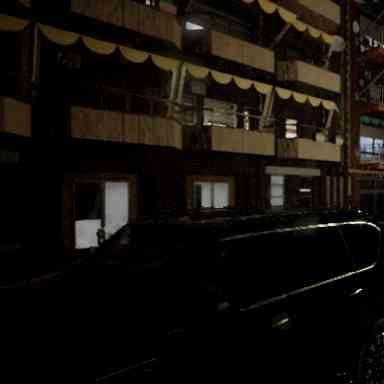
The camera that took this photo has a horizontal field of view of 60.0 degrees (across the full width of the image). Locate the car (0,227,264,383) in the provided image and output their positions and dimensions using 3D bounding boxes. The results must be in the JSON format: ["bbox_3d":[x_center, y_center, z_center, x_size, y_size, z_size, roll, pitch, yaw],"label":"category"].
[{"bbox_3d":[-1.071,1.530,5.800,4.829,1.417,1.752,0,0,-35],"label":"car"}]

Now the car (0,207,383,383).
[{"bbox_3d":[0.148,1.225,3.484,5.566,2.045,2.150,0,0,-35],"label":"car"}]

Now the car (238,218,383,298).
[{"bbox_3d":[3.569,1.559,9.103,4.507,1.381,1.887,0,0,-35],"label":"car"}]
